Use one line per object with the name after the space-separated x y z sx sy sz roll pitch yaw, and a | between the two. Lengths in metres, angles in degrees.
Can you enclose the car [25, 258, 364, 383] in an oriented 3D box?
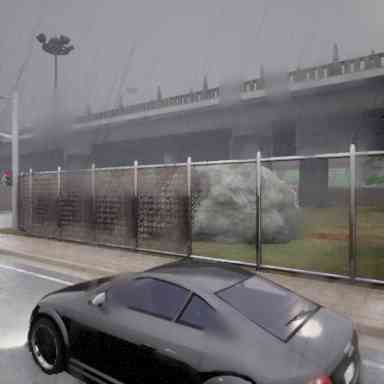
-0.217 1.565 4.144 4.181 1.385 1.994 0 0 36 | car
